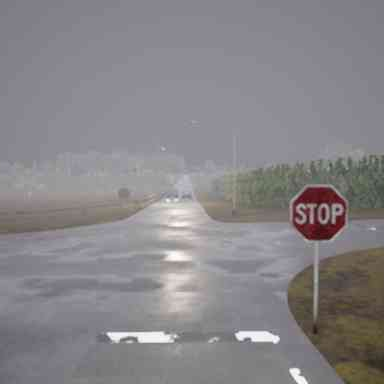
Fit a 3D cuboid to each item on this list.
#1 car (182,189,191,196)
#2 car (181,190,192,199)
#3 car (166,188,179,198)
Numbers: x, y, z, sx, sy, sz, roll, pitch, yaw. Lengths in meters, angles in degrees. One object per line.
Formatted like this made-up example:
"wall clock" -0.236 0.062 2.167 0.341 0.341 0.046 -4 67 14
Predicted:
"car" -1.137 0.145 71.614 1.895 1.301 4.718 0 3 -1
"car" -0.982 0.597 61.595 1.812 1.442 4.674 0 2 -1
"car" -3.796 0.163 65.683 2.150 2.045 5.566 0 2 -1
